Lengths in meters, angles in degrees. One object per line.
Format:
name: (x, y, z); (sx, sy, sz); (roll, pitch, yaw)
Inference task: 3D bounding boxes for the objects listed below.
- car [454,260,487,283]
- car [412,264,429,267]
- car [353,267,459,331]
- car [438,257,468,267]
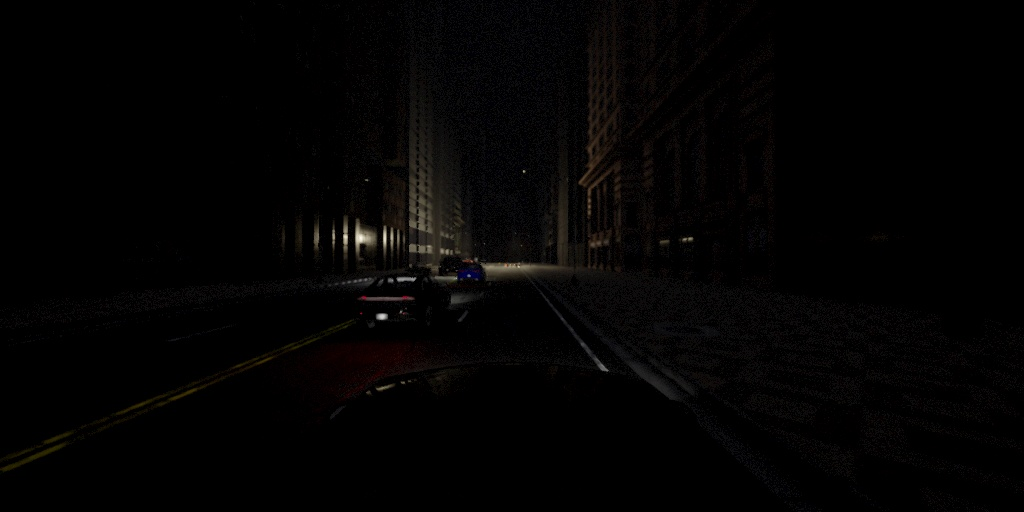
car: (-3.174, 1.316, 28.818); (1.882, 1.535, 5.008); (0, 0, 0)
car: (-9.857, 1.482, 37.681); (1.895, 1.301, 4.718); (0, 0, 0)
car: (-3.155, 1.266, 11.120); (2.128, 1.511, 4.902); (0, 0, 0)
car: (-6.603, 1.114, 39.464); (2.150, 2.045, 5.566); (0, 0, 0)
